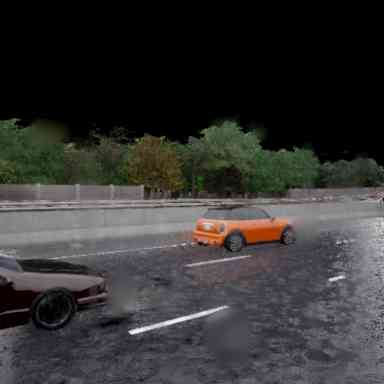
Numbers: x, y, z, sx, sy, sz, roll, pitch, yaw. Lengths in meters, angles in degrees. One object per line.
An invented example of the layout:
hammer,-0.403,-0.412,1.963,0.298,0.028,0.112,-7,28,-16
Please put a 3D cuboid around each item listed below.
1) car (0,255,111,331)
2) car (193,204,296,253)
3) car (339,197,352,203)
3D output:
car,-4.081,1.545,5.134,5.357,1.411,2.033,0,0,-36
car,2.330,1.380,14.012,4.553,1.767,2.097,0,0,-36
car,34.078,1.806,73.780,2.128,1.511,4.902,1,1,38
